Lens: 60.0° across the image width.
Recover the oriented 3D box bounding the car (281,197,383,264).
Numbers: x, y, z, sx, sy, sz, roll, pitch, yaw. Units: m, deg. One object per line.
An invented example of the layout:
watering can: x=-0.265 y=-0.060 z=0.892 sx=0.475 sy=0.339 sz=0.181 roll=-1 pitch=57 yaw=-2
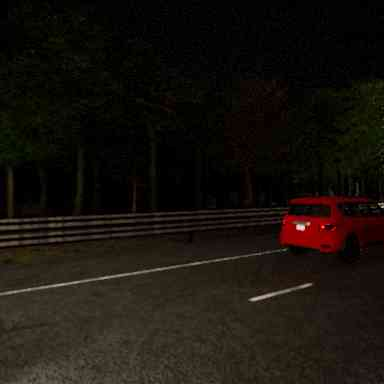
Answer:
car: x=5.611 y=1.212 z=12.047 sx=5.566 sy=2.045 sz=2.150 roll=0 pitch=0 yaw=-35
